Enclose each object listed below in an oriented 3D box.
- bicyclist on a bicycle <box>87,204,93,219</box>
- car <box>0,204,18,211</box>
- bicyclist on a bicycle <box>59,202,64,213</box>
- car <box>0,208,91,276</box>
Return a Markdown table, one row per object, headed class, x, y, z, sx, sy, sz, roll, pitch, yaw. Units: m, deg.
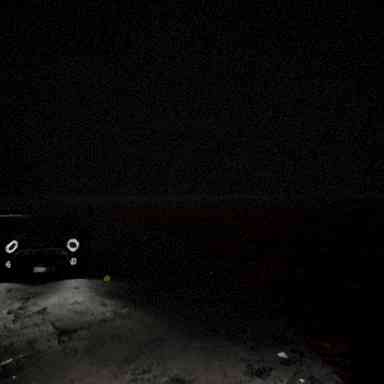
| class | x | y | z | sx | sy | sz | roll | pitch | yaw |
| --- | --- | --- | --- | --- | --- | --- | --- | --- | --- |
| bicyclist on a bicycle | -11.007 | 2.080 | 36.001 | 0.582 | 1.620 | 1.656 | 1 | -2 | -34 |
| car | -26.951 | 2.508 | 47.215 | 4.892 | 1.490 | 1.837 | -2 | -3 | 37 |
| bicyclist on a bicycle | -17.061 | 2.217 | 43.479 | 0.659 | 1.776 | 1.843 | 2 | -2 | -43 |
| car | -4.559 | 1.513 | 11.051 | 2.097 | 1.767 | 4.553 | 0 | -1 | -13 |
